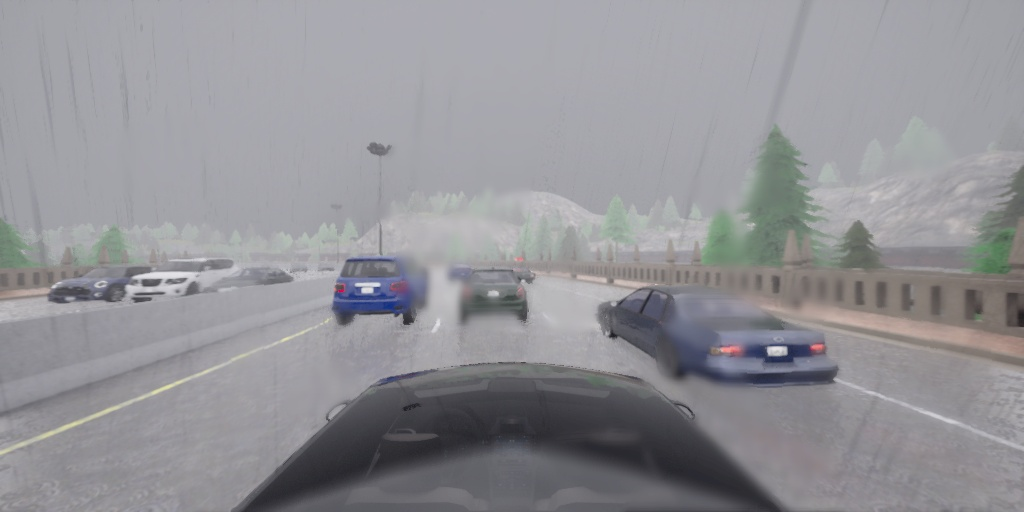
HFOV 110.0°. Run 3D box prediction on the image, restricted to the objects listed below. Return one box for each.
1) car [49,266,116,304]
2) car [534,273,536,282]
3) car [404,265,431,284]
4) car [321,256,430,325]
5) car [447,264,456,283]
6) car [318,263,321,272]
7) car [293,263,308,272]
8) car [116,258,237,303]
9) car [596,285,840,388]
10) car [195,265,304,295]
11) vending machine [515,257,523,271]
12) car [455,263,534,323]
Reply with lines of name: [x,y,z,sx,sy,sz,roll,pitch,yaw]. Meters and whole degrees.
car: [-19.390,1.265,17.579,2.097,1.767,4.553,0,0,-12]
car: [0.255,1.441,26.774,1.895,1.301,4.718,0,0,-14]
car: [-7.936,1.470,29.981,1.994,1.385,4.181,0,0,-16]
car: [-4.162,1.027,12.253,2.150,2.045,5.566,0,0,-6]
car: [-4.345,1.361,30.158,1.882,1.535,5.008,0,0,-16]
car: [-29.020,1.745,56.022,1.837,1.490,4.892,0,-1,-36]
car: [-32.894,1.793,55.422,1.837,1.490,4.892,0,-1,-37]
car: [-15.809,1.115,17.796,2.150,2.045,5.566,0,0,-11]
car: [3.310,1.300,7.198,2.033,1.411,5.357,0,0,-4]
car: [-12.174,1.360,17.147,2.128,1.511,4.902,0,0,-11]
vending machine: [0.954,1.126,48.535,1.100,2.100,0.880,0,0,-25]
car: [-0.733,1.142,12.497,2.097,1.767,4.553,0,0,-6]
